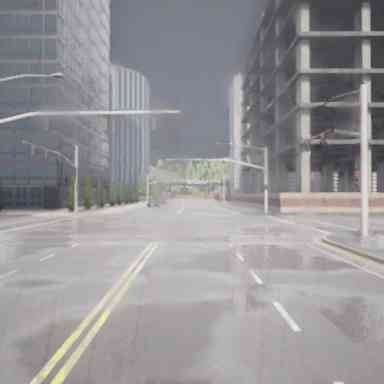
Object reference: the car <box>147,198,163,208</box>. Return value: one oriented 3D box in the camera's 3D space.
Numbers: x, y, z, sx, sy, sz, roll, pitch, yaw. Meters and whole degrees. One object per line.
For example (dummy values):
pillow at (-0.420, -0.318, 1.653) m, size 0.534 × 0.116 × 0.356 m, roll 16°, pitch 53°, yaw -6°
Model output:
car at (-7.020, 2.085, 60.870) m, size 2.128 × 1.511 × 4.902 m, roll 0°, pitch -1°, yaw 1°

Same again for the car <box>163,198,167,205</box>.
car at (-6.985, 2.094, 76.269) m, size 2.097 × 1.767 × 4.553 m, roll 0°, pitch -1°, yaw 0°
